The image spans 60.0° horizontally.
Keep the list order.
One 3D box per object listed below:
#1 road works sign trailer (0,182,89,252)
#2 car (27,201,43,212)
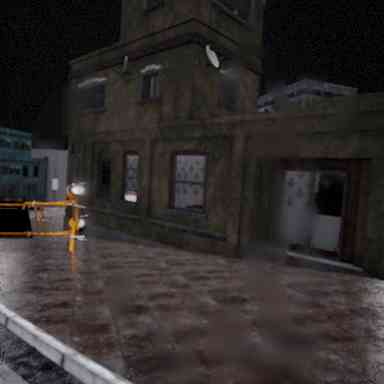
[{"bbox_3d":[-6.067,1.224,13.240,3.560,2.380,2.880,2,43,-15],"label":"road works sign trailer"},{"bbox_3d":[-22.957,2.027,46.726,2.128,1.511,4.902,4,-1,9],"label":"car"}]
